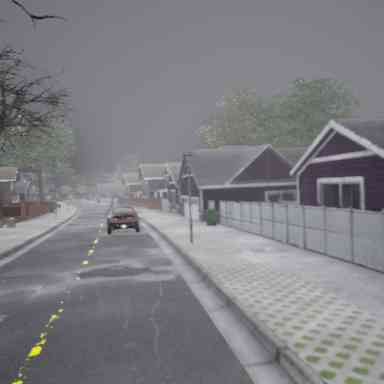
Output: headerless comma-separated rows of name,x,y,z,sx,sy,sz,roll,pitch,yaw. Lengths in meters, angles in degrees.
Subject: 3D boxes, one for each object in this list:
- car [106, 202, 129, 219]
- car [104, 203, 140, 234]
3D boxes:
car,-7.779,1.863,34.362,2.033,1.411,5.357,-3,0,-15
car,-4.270,1.644,20.536,1.837,1.490,4.892,-3,0,-13
